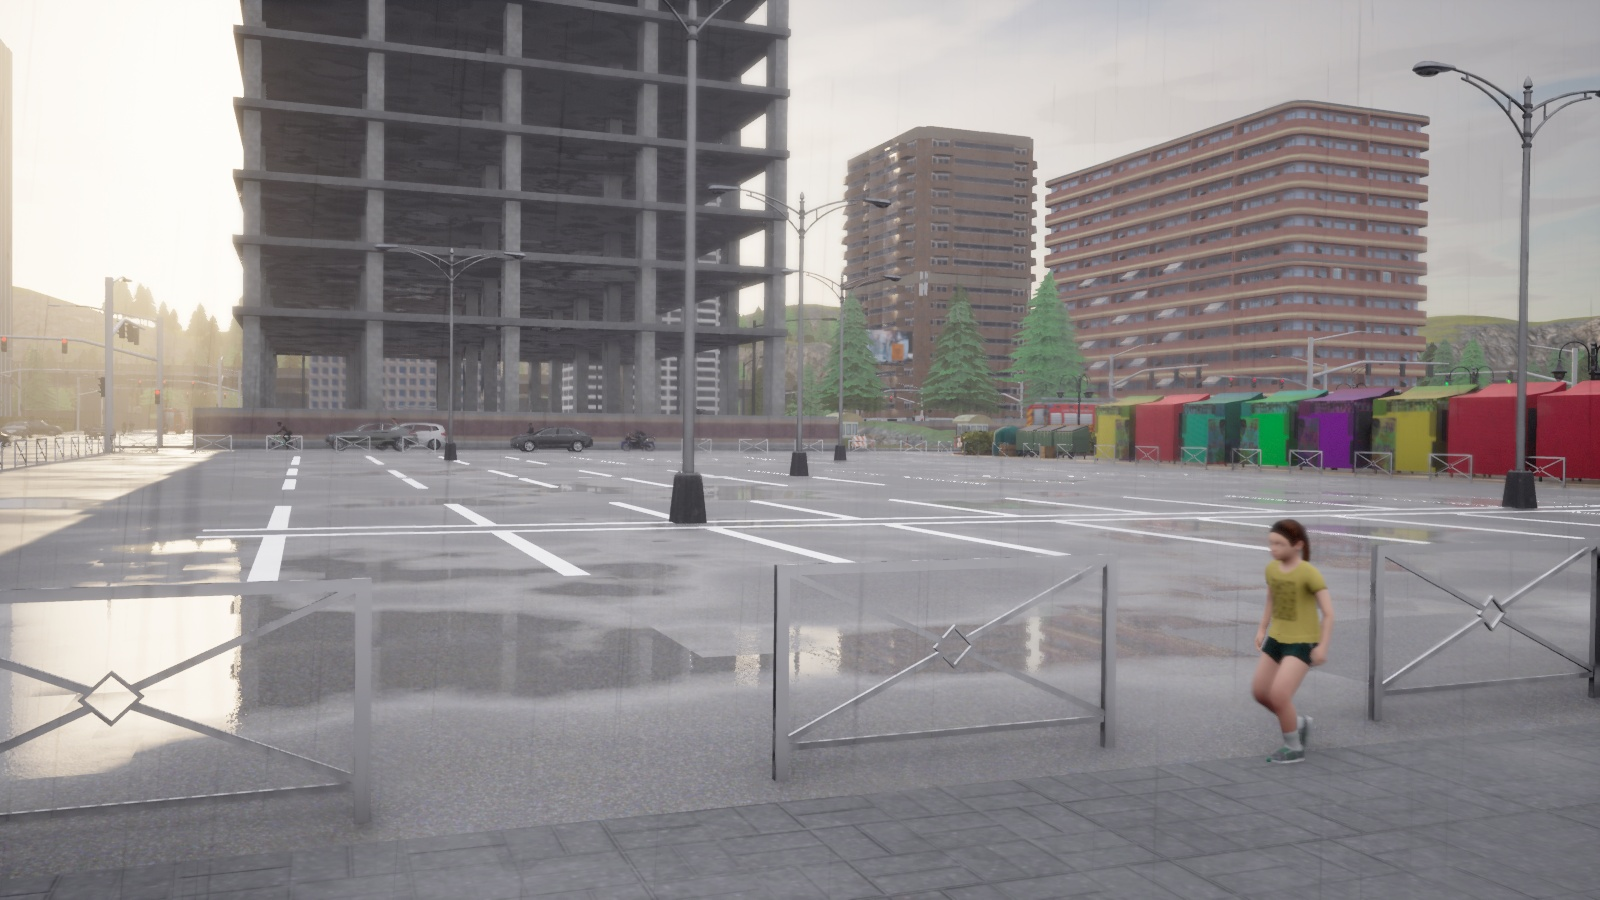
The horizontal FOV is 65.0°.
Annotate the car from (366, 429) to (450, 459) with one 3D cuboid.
[{"bbox_3d":[-23.501,-0.382,75.183,4.611,1.667,2.242,-1,1,-22],"label":"car"}]

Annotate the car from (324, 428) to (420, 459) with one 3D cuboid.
[{"bbox_3d":[-24.227,-0.374,71.120,5.027,1.651,2.152,-1,1,-22],"label":"car"}]

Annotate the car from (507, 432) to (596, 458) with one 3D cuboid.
[{"bbox_3d":[-14.820,-0.311,74.886,4.892,1.490,1.837,-1,1,-22],"label":"car"}]

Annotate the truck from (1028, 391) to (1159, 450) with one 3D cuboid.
[{"bbox_3d":[19.851,-2.019,84.960,8.468,3.827,2.891,-1,1,-22],"label":"truck"}]

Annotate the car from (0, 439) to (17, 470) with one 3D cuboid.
[{"bbox_3d":[-40.823,0.227,60.631,4.892,1.490,1.837,-1,1,-23],"label":"car"}]

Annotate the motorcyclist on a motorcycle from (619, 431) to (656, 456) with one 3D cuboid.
[{"bbox_3d":[-10.377,-0.419,80.430,2.191,1.530,0.866,-1,1,-22],"label":"motorcyclist on a motorcycle"}]

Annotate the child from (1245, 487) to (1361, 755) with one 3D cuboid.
[{"bbox_3d":[2.185,0.724,5.461,0.394,1.110,0.255,-1,1,-21],"label":"child"}]
